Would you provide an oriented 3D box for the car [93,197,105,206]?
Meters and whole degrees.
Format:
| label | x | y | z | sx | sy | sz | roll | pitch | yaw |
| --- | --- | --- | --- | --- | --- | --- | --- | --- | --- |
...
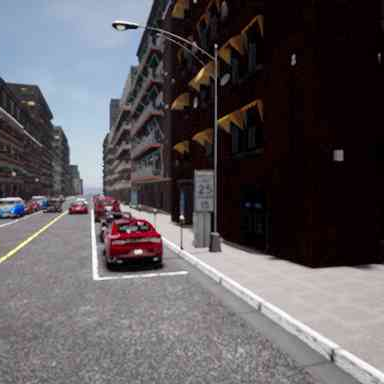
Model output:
| label | x | y | z | sx | sy | sz | roll | pitch | yaw |
| --- | --- | --- | --- | --- | --- | --- | --- | --- | --- |
| car | -16.865 | 1.703 | 60.138 | 1.967 | 1.590 | 4.097 | -1 | 0 | -17 |

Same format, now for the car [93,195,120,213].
| label | x | y | z | sx | sy | sz | roll | pitch | yaw |
| --- | --- | --- | --- | --- | --- | --- | --- | --- | --- |
| car | -7.015 | 1.432 | 27.614 | 2.192 | 1.841 | 5.009 | -1 | 0 | -17 |

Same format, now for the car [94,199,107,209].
| label | x | y | z | sx | sy | sz | roll | pitch | yaw |
| --- | --- | --- | --- | --- | --- | --- | --- | --- | --- |
| car | -13.579 | 1.795 | 49.296 | 1.802 | 1.307 | 4.206 | -1 | 0 | -17 |

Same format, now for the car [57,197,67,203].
| label | x | y | z | sx | sy | sz | roll | pitch | yaw |
| --- | --- | --- | --- | --- | --- | --- | --- | --- | --- |
| car | -33.103 | 1.947 | 84.841 | 1.947 | 1.339 | 4.313 | -1 | 0 | -17 |

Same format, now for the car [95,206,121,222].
| label | x | y | z | sx | sy | sz | roll | pitch | yaw |
| --- | --- | --- | --- | --- | --- | --- | --- | --- | --- |
| car | -3.728 | 1.637 | 16.773 | 1.947 | 1.339 | 4.313 | -1 | 0 | -17 |

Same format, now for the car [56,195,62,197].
| label | x | y | z | sx | sy | sz | roll | pitch | yaw |
| --- | --- | --- | --- | --- | --- | --- | --- | --- | --- |
| car | -28.177 | 1.855 | 68.579 | 2.008 | 1.369 | 4.403 | -1 | 0 | -17 |

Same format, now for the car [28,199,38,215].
| label | x | y | z | sx | sy | sz | roll | pitch | yaw |
| --- | --- | --- | --- | --- | --- | --- | --- | --- | --- |
| car | -18.293 | 1.739 | 36.065 | 1.802 | 1.307 | 4.206 | -1 | 0 | -17 |

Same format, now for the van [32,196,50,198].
| label | x | y | z | sx | sy | sz | roll | pitch | yaw |
| --- | --- | --- | --- | --- | --- | --- | --- | --- | --- |
| van | -21.595 | 1.546 | 46.902 | 1.690 | 1.788 | 3.998 | -1 | 0 | -17 |

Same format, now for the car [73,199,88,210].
| label | x | y | z | sx | sy | sz | roll | pitch | yaw |
| --- | --- | --- | --- | --- | --- | --- | --- | --- | --- |
| car | -15.578 | 1.728 | 46.665 | 1.812 | 1.442 | 4.674 | 0 | 0 | -17 |

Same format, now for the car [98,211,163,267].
| label | x | y | z | sx | sy | sz | roll | pitch | yaw |
| --- | --- | --- | --- | --- | --- | --- | --- | --- | --- |
| car | -2.185 | 1.595 | 11.680 | 1.887 | 1.381 | 4.507 | -1 | 0 | -17 |

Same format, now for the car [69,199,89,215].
| label | x | y | z | sx | sy | sz | roll | pitch | yaw |
| --- | --- | --- | --- | --- | --- | --- | --- | --- | --- |
| car | -12.610 | 1.723 | 37.052 | 1.994 | 1.385 | 4.181 | 0 | 0 | -16 |

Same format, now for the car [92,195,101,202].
| label | x | y | z | sx | sy | sz | roll | pitch | yaw |
| --- | --- | --- | --- | --- | --- | --- | --- | --- | --- |
| car | -25.077 | 1.705 | 87.240 | 2.192 | 1.841 | 5.009 | -1 | 0 | -17 |

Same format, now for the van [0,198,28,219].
| label | x | y | z | sx | sy | sz | roll | pitch | yaw |
| --- | --- | --- | --- | --- | --- | --- | --- | --- | --- |
| van | -16.654 | 1.474 | 30.644 | 1.690 | 1.788 | 3.998 | -1 | 0 | -17 |

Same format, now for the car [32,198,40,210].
| label | x | y | z | sx | sy | sz | roll | pitch | yaw |
| --- | --- | --- | --- | --- | --- | --- | --- | --- | --- |
| car | -19.937 | 1.763 | 41.484 | 1.802 | 1.307 | 4.206 | -1 | 0 | -17 |

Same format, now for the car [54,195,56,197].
| label | x | y | z | sx | sy | sz | roll | pitch | yaw |
| --- | --- | --- | --- | --- | --- | --- | --- | --- | --- |
| car | -23.264 | 1.545 | 52.314 | 2.192 | 1.841 | 5.009 | -1 | 0 | -17 |

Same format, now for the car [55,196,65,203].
| label | x | y | z | sx | sy | sz | roll | pitch | yaw |
| --- | --- | --- | --- | --- | --- | --- | --- | --- | --- |
| car | -31.462 | 1.796 | 79.420 | 1.967 | 1.590 | 4.097 | -1 | 0 | -17 |

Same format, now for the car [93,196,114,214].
| label | x | y | z | sx | sy | sz | roll | pitch | yaw |
| --- | --- | --- | --- | --- | --- | --- | --- | --- | --- |
| car | -10.299 | 1.480 | 38.456 | 2.192 | 1.841 | 5.009 | -1 | 0 | -17 |

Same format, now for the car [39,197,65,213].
| label | x | y | z | sx | sy | sz | roll | pitch | yaw |
| --- | --- | --- | --- | --- | --- | --- | --- | --- | --- |
| car | -16.631 | 1.677 | 39.778 | 1.837 | 1.490 | 4.892 | 0 | 0 | -17 |
